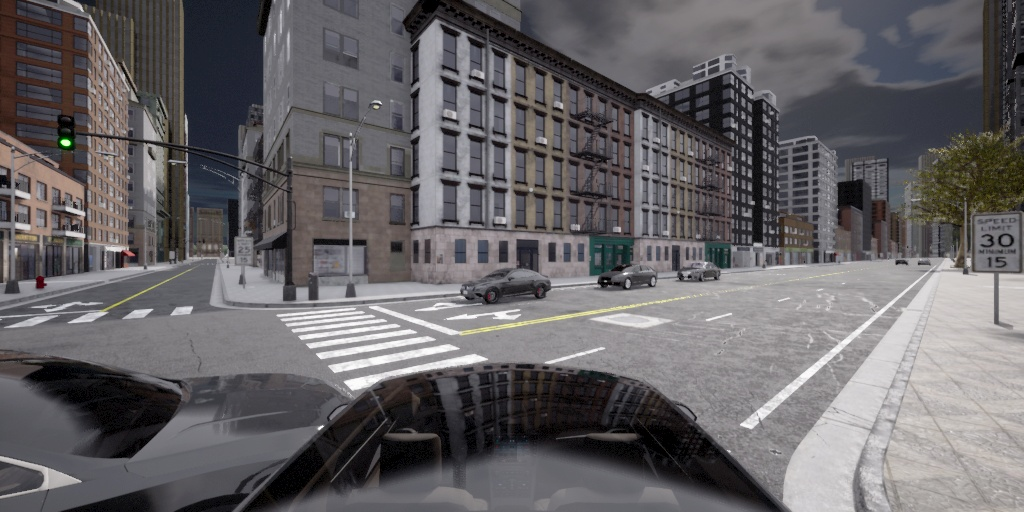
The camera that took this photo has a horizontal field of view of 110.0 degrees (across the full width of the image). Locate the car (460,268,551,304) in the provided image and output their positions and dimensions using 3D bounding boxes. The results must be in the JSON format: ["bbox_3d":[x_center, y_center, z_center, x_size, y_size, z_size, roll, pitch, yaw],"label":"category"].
[{"bbox_3d":[-0.176,1.285,16.658,4.674,1.442,1.812,0,0,-39],"label":"car"}]

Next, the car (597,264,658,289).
[{"bbox_3d":[7.464,1.255,22.946,4.892,1.490,1.837,0,0,-39],"label":"car"}]

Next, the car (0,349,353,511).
[{"bbox_3d":[-3.237,1.257,1.661,4.892,1.490,1.837,0,0,-35],"label":"car"}]

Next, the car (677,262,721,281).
[{"bbox_3d":[15.420,1.232,29.482,4.902,1.511,2.128,0,0,-39],"label":"car"}]
